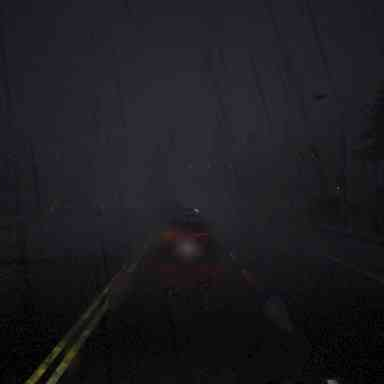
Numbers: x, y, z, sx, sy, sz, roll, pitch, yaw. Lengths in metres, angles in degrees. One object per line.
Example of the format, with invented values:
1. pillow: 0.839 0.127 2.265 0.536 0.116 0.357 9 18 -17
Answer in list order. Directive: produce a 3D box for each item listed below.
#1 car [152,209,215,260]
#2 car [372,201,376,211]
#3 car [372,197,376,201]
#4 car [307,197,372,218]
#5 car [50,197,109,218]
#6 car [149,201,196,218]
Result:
1. car: -0.173 1.626 12.941 2.128 1.511 4.902 0 -1 -1
2. car: 22.300 1.920 37.482 4.718 1.301 1.895 0 -1 -1
3. car: 21.548 1.577 40.968 5.566 2.045 2.150 0 -1 -1
4. car: 14.563 1.504 33.628 5.566 2.045 2.150 0 -1 -1
5. car: -11.110 1.532 33.051 5.566 2.045 2.150 0 0 -1
6. car: -1.494 1.641 29.764 4.553 1.767 2.097 0 0 -1
